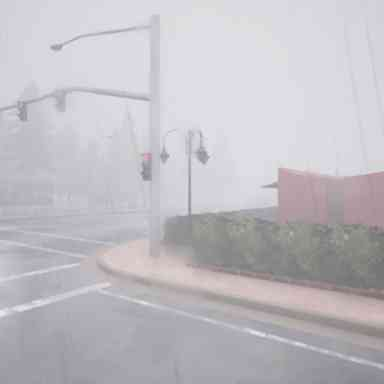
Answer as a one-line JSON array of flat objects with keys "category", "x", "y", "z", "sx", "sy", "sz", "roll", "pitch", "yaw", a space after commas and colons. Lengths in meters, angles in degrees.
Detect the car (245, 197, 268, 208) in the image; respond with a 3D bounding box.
[{"category": "car", "x": 9.299, "y": 1.515, "z": 47.902, "sx": 2.128, "sy": 1.511, "sz": 4.902, "roll": 0, "pitch": 0, "yaw": 36}]
